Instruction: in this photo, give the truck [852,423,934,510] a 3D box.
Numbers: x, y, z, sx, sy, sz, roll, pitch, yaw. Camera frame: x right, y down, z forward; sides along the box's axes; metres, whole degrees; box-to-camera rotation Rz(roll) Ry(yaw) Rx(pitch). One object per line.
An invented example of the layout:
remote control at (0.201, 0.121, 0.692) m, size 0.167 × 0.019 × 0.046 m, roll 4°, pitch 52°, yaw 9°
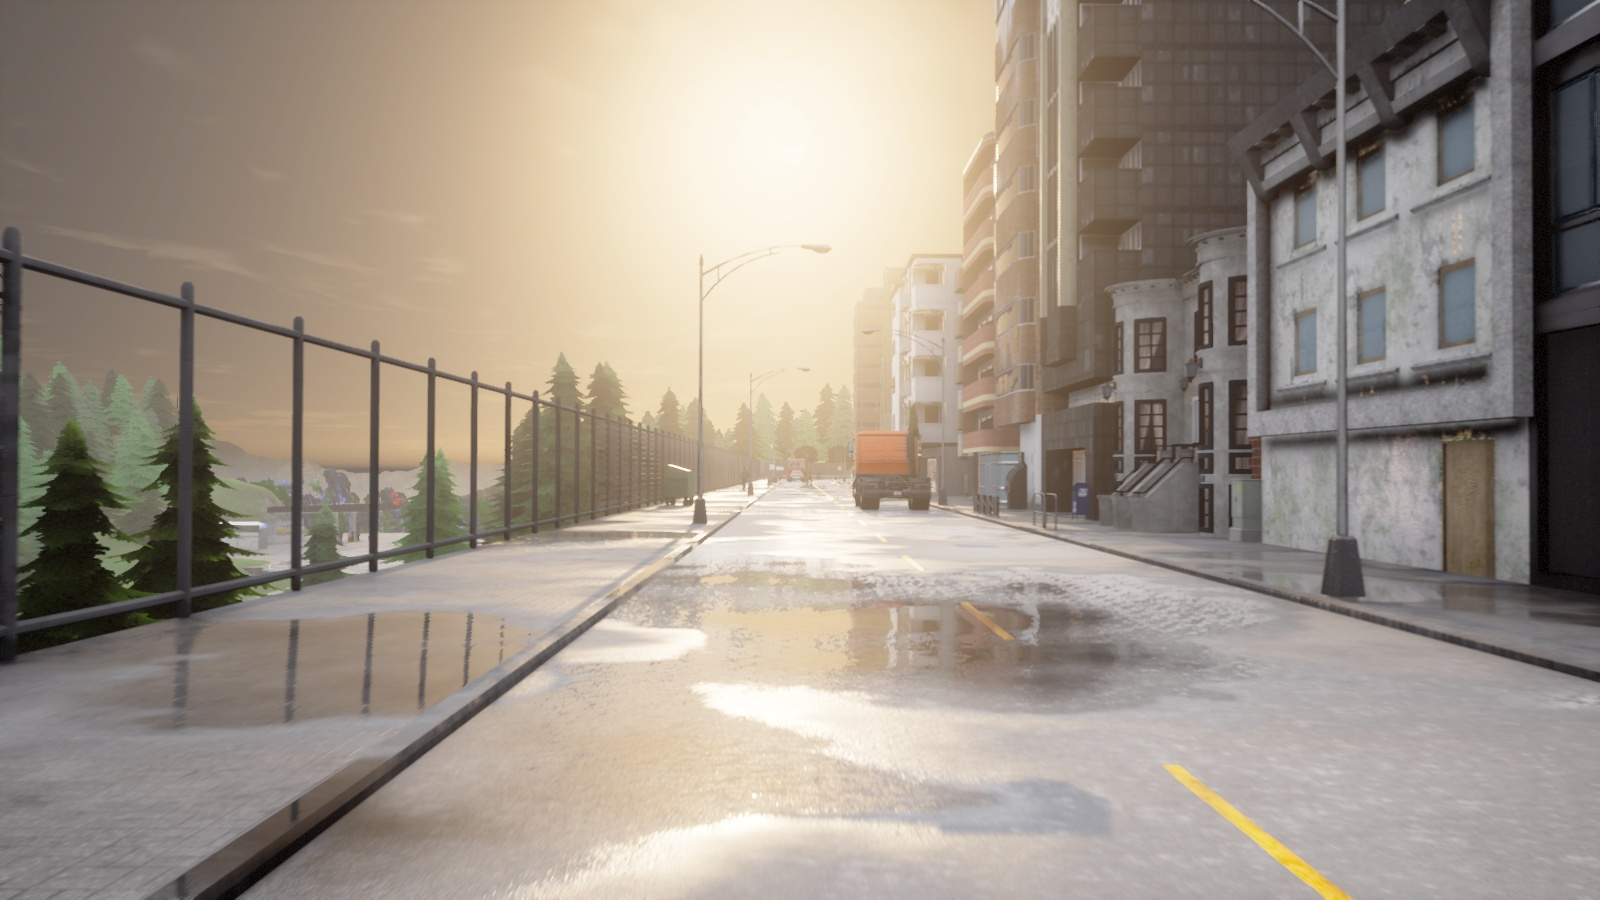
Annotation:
truck at (3.845, 0.715, 53.586) m, size 2.891 × 3.462 × 7.936 m, roll 0°, pitch -1°, yaw 0°
